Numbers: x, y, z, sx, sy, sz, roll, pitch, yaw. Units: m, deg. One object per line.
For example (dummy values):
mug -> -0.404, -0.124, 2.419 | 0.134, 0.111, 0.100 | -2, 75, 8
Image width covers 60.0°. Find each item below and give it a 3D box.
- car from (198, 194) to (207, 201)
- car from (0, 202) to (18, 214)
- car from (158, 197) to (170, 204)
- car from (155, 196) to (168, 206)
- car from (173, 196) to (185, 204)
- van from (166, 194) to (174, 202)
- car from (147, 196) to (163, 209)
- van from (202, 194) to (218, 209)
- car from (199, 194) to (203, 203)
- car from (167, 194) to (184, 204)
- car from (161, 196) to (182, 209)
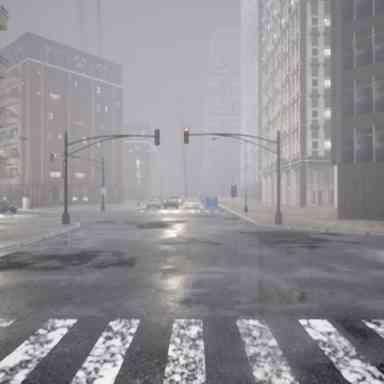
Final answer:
car -> 2.740, 1.401, 84.849 | 2.192, 1.841, 5.009 | 0, 0, 0
car -> -21.071, 1.761, 36.702 | 4.718, 1.301, 1.895 | -1, -1, 41
car -> -5.185, 1.601, 62.655 | 1.947, 1.339, 4.313 | 0, 0, 0
car -> -5.196, 1.465, 57.103 | 1.967, 1.590, 4.097 | 0, 0, 0
car -> -2.636, 1.534, 66.764 | 2.128, 1.511, 4.902 | 0, 0, 1
van -> -5.150, 1.412, 79.311 | 1.690, 1.788, 3.998 | 0, 0, 0
car -> -5.218, 1.534, 45.827 | 1.752, 1.417, 4.829 | 0, 0, 0
van -> 2.663, 1.350, 45.981 | 1.690, 1.788, 3.998 | 0, 0, 0
car -> 2.707, 1.591, 68.191 | 1.887, 1.381, 4.507 | 0, 0, 0
car -> -2.708, 1.374, 55.067 | 2.097, 1.767, 4.553 | 0, 0, 1
car -> -2.737, 1.609, 45.127 | 1.895, 1.301, 4.718 | 0, 0, 0
